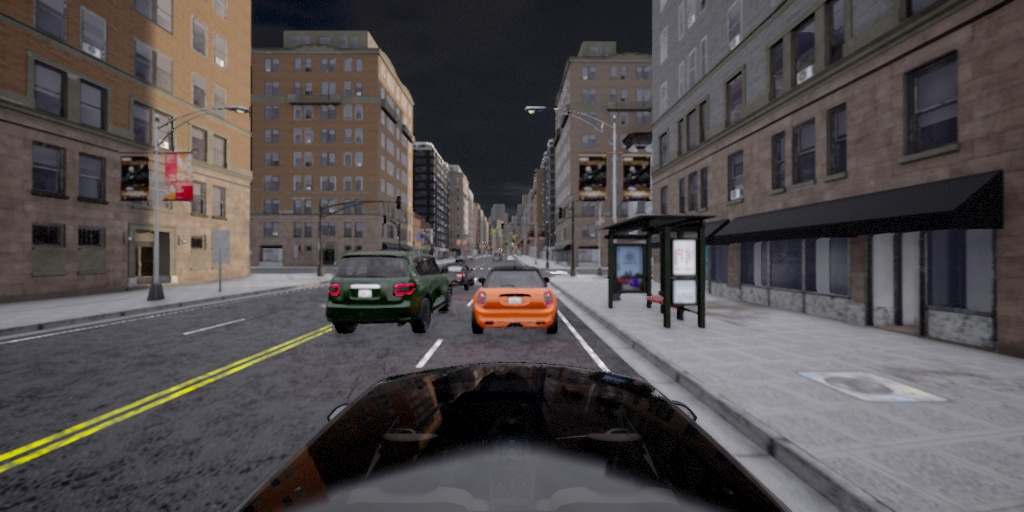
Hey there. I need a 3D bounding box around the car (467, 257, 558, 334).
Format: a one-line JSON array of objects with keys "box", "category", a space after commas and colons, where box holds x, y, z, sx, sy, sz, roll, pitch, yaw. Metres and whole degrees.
[{"box": [0.062, 1.035, 10.478, 2.097, 1.767, 4.553, 0, 0, 0], "category": "car"}]

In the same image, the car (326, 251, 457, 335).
[{"box": [-3.190, 0.902, 10.452, 2.150, 2.045, 5.566, 0, 0, 0], "category": "car"}]

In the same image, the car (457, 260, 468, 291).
[{"box": [-3.236, 1.131, 20.566, 1.812, 1.442, 4.674, 0, 0, 0], "category": "car"}]
